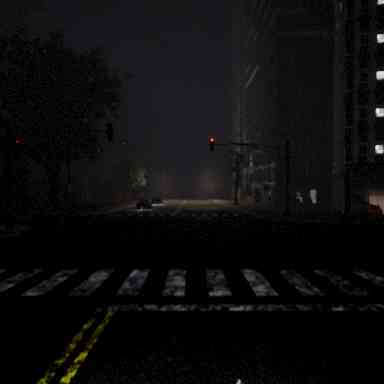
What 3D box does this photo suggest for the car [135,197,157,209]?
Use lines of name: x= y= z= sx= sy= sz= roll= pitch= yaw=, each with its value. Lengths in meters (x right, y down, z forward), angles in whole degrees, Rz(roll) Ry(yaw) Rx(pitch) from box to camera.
car: x=-6.568 y=1.581 z=46.131 sx=2.033 sy=1.411 sz=5.357 roll=0 pitch=0 yaw=0

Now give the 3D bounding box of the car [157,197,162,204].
car: x=-6.589 y=1.607 z=61.821 sx=1.994 sy=1.385 sz=4.181 roll=0 pitch=0 yaw=0
